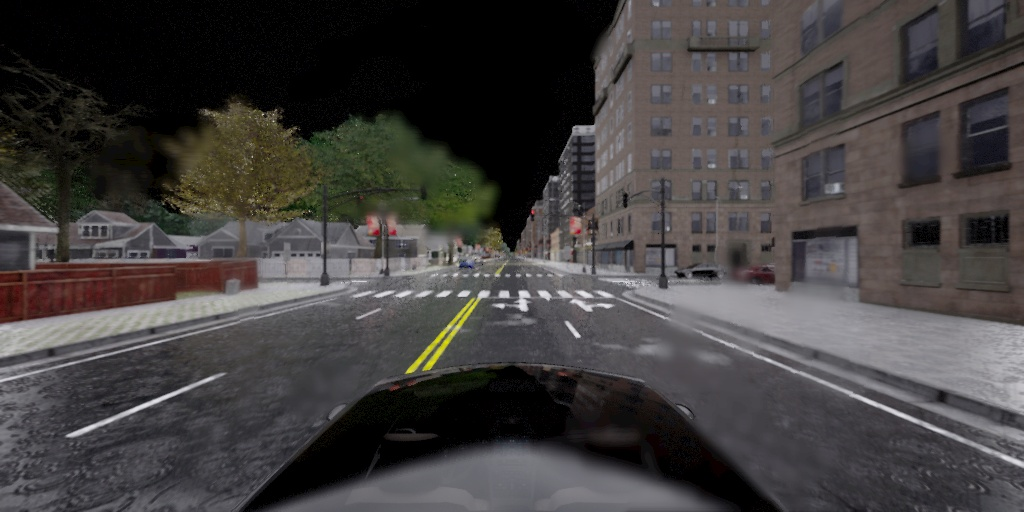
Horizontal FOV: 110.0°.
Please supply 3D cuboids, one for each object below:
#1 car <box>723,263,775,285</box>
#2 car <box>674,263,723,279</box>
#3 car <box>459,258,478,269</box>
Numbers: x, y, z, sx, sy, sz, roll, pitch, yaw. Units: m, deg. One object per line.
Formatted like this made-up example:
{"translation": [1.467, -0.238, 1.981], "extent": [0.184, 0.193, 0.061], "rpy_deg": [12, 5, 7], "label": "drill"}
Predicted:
{"translation": [16.381, 1.247, 23.108], "extent": [4.207, 1.307, 1.802], "rpy_deg": [0, 0, 0], "label": "car"}
{"translation": [16.374, 1.259, 31.134], "extent": [4.313, 1.339, 1.948], "rpy_deg": [0, 0, 0], "label": "car"}
{"translation": [-6.506, 1.151, 51.839], "extent": [1.882, 1.535, 5.008], "rpy_deg": [0, 1, 0], "label": "car"}
